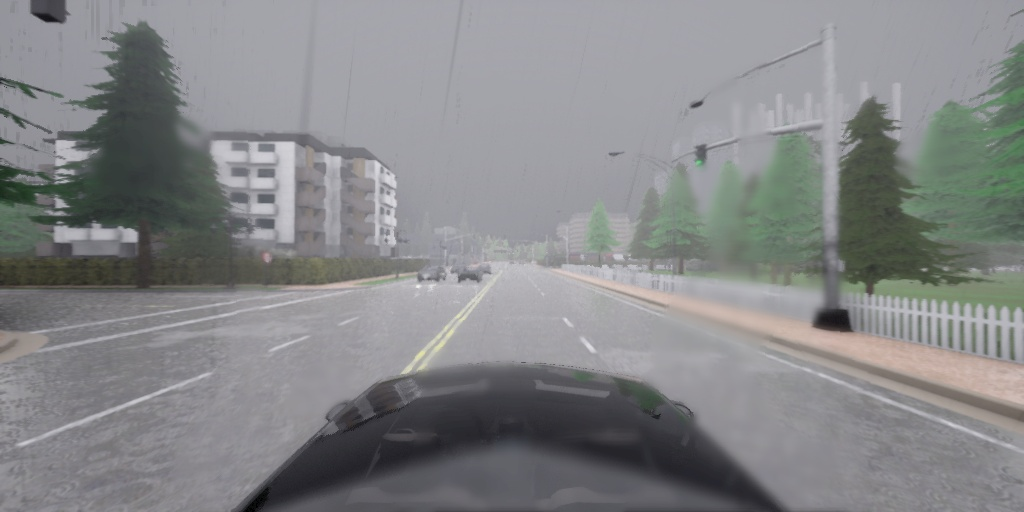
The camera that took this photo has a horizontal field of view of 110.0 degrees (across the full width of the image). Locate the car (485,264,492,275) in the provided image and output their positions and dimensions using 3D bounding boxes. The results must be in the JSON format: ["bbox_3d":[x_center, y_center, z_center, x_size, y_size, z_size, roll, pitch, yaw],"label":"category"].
[{"bbox_3d":[-3.544,1.710,45.975,2.033,1.411,5.357,0,-1,0],"label":"car"}]

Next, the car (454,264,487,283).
[{"bbox_3d":[-3.585,1.629,31.412,1.895,1.301,4.718,0,-1,0],"label":"car"}]

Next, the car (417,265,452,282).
[{"bbox_3d":[-7.092,1.525,32.053,2.128,1.511,4.902,0,0,0],"label":"car"}]

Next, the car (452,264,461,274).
[{"bbox_3d":[-7.024,1.753,48.577,1.994,1.385,4.181,0,-1,1],"label":"car"}]
